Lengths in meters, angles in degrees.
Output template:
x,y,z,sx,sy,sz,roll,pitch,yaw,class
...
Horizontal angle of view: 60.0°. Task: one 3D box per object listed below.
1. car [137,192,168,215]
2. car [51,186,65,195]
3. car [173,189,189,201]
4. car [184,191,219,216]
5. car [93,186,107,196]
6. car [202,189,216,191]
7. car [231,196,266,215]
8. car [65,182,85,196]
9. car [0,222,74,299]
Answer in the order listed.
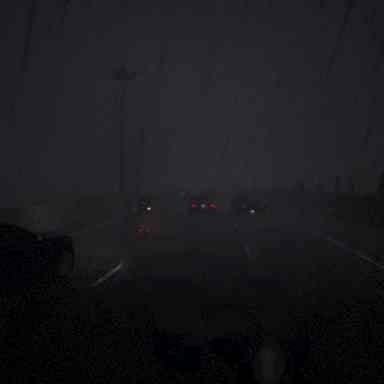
x,y,z,sx,sy,sz,roll,pitch,yaw,class
-2.889,0.779,24.476,1.837,1.490,4.892,1,2,-1,car
-22.656,-0.321,56.625,2.033,1.411,5.357,0,2,-13,car
-1.188,0.319,41.330,2.128,1.511,4.902,0,2,-10,car
0.673,0.883,23.861,2.033,1.411,5.357,1,2,-2,car
-14.681,-0.148,53.225,1.812,1.442,4.674,0,2,-13,car
2.105,0.332,42.832,1.837,1.490,4.892,0,2,-10,car
4.087,0.953,24.846,1.895,1.301,4.718,1,2,-1,car
-18.059,-0.469,52.308,2.150,2.045,5.566,0,2,-13,car
-4.083,1.244,6.189,1.882,1.535,5.008,1,2,10,car
